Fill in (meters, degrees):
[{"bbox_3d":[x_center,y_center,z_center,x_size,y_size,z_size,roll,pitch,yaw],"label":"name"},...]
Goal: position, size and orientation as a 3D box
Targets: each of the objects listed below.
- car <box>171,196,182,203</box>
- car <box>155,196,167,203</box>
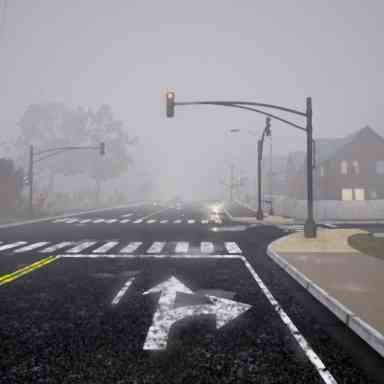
[{"bbox_3d":[-3.092,1.533,67.889,1.812,1.442,4.674,0,0,5],"label":"car"},{"bbox_3d":[-6.327,1.494,68.207,1.882,1.535,5.008,0,0,5],"label":"car"}]
